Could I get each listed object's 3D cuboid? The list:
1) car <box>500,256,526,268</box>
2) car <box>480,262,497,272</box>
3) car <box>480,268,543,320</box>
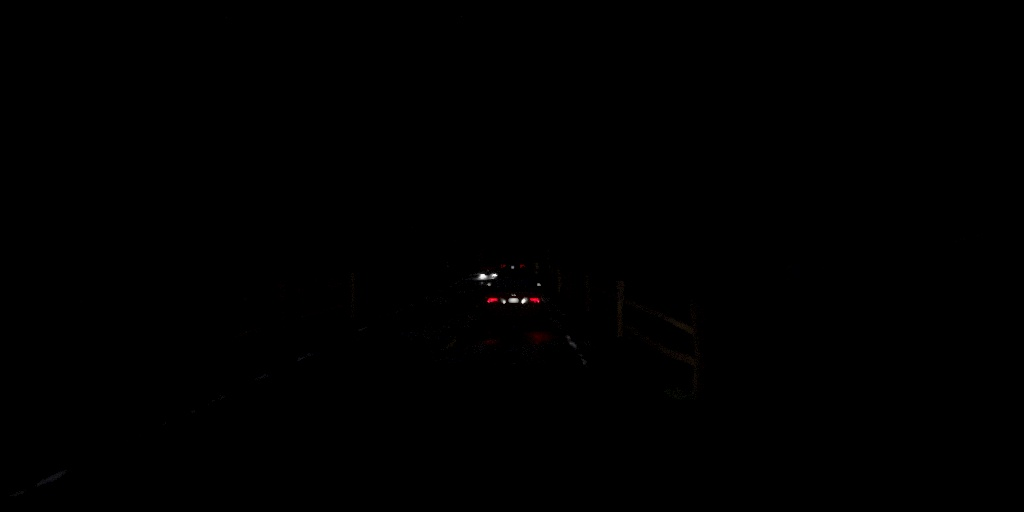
[{"bbox_3d":[0.078,1.017,31.648,2.150,2.045,5.566,0,0,0],"label":"car"},{"bbox_3d":[-2.845,1.420,44.542,1.895,1.301,4.718,0,0,0],"label":"car"},{"bbox_3d":[0.063,1.315,12.740,2.033,1.411,5.357,0,0,0],"label":"car"}]
